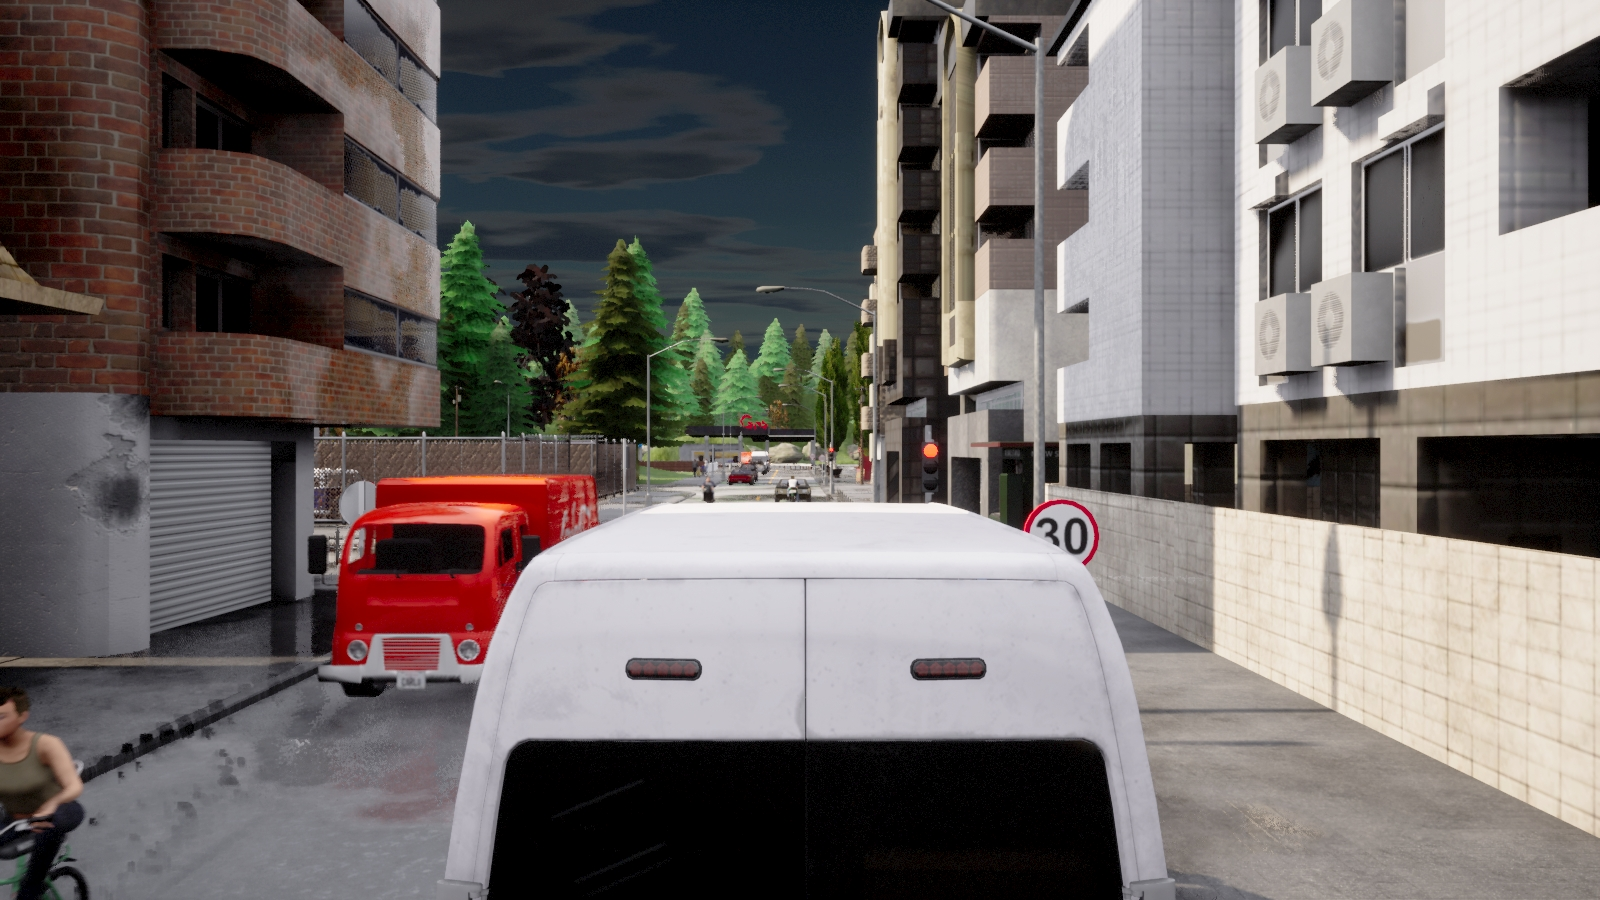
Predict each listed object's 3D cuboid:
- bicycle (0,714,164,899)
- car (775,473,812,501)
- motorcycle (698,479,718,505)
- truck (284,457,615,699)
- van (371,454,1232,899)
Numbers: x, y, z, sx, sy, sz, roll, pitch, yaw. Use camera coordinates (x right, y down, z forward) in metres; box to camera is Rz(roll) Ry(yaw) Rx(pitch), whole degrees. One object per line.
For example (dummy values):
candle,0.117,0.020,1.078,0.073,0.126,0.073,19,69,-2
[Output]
bicycle,-4.014,2.033,5.703,0.859,1.080,1.487,0,0,0
car,-0.339,1.912,60.159,1.895,1.301,4.718,0,0,0
motorcycle,-4.346,1.972,53.993,0.803,1.145,2.033,0,0,0
truck,-4.053,1.342,14.450,2.627,2.467,5.204,0,0,0
van,-0.009,1.312,5.597,1.988,2.561,5.915,0,0,0
